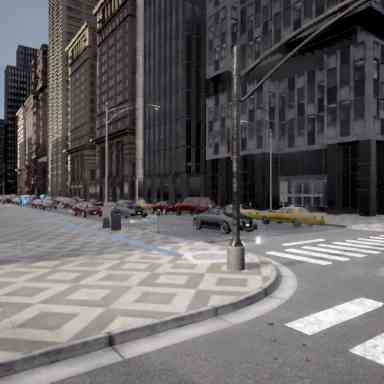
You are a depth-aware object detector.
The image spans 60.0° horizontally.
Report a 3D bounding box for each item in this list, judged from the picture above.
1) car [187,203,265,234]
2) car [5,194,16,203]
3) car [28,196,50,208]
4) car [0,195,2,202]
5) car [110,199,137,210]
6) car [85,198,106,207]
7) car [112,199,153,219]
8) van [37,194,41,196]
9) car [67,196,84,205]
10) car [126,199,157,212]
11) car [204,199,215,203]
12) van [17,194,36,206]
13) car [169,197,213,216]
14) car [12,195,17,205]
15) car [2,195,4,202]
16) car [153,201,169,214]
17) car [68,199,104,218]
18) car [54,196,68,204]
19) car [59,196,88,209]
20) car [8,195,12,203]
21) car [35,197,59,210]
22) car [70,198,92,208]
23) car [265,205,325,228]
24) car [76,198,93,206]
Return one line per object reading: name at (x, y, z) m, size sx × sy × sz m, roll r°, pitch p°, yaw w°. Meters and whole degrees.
car at (1.842, 1.596, 19.448) m, size 1.994 × 1.385 × 4.181 m, roll 0°, pitch 0°, yaw -35°
car at (-39.041, 1.529, 72.603) m, size 2.192 × 1.841 × 5.009 m, roll 0°, pitch 0°, yaw -35°
car at (-22.861, 1.712, 49.737) m, size 1.802 × 1.307 × 4.206 m, roll 0°, pitch 0°, yaw -35°
car at (-45.512, 1.690, 81.748) m, size 1.967 × 1.590 × 4.097 m, roll 0°, pitch 0°, yaw -35°
car at (-9.440, 1.680, 45.530) m, size 2.008 × 1.369 × 4.403 m, roll 0°, pitch 0°, yaw -35°
car at (-15.911, 1.727, 54.675) m, size 1.947 × 1.339 × 4.313 m, roll 0°, pitch 0°, yaw -35°
car at (-5.664, 1.631, 30.051) m, size 1.994 × 1.385 × 4.181 m, roll 0°, pitch 0°, yaw -35°
van at (-38.562, 1.622, 86.684) m, size 1.690 × 1.788 × 3.998 m, roll 0°, pitch 0°, yaw -35°
car at (-22.383, 1.634, 63.820) m, size 1.967 × 1.590 × 4.097 m, roll 0°, pitch 0°, yaw -35°
car at (-6.303, 1.640, 41.096) m, size 1.752 × 1.417 × 4.829 m, roll 0°, pitch 0°, yaw -35°
car at (3.405, 1.594, 27.377) m, size 1.752 × 1.417 × 4.829 m, roll 0°, pitch 0°, yaw -35°
van at (-29.333, 1.505, 58.884) m, size 1.690 × 1.788 × 3.998 m, roll 0°, pitch 0°, yaw -35°
car at (0.267, 1.398, 31.812) m, size 2.192 × 1.841 × 5.009 m, roll 0°, pitch 0°, yaw -35°
car at (-32.471, 1.705, 63.318) m, size 1.752 × 1.417 × 4.829 m, roll 0°, pitch 0°, yaw -35°
car at (-42.277, 1.814, 77.175) m, size 1.802 × 1.307 × 4.206 m, roll 0°, pitch 0°, yaw -35°
car at (-2.968, 1.643, 36.384) m, size 1.887 × 1.381 × 4.507 m, roll 0°, pitch 0°, yaw -35°
car at (-9.917, 1.612, 31.446) m, size 1.887 × 1.381 × 4.507 m, roll 0°, pitch 0°, yaw -35°
car at (-28.854, 1.668, 72.965) m, size 1.967 × 1.590 × 4.097 m, roll 0°, pitch 0°, yaw -35°
car at (-15.978, 1.623, 44.737) m, size 1.837 × 1.490 × 4.892 m, roll 0°, pitch -1°, yaw -35°
car at (-35.804, 1.779, 68.029) m, size 1.802 × 1.307 × 4.206 m, roll 0°, pitch 0°, yaw -35°
car at (-19.625, 1.696, 45.164) m, size 1.802 × 1.307 × 4.206 m, roll 0°, pitch 0°, yaw -35°
car at (-17.516, 1.654, 52.339) m, size 1.837 × 1.490 × 4.892 m, roll 0°, pitch 0°, yaw -35°
car at (6.641, 1.579, 22.805) m, size 1.752 × 1.417 × 4.829 m, roll 0°, pitch 0°, yaw -35°
car at (-19.147, 1.760, 59.248) m, size 1.802 × 1.307 × 4.206 m, roll 0°, pitch 0°, yaw -35°
